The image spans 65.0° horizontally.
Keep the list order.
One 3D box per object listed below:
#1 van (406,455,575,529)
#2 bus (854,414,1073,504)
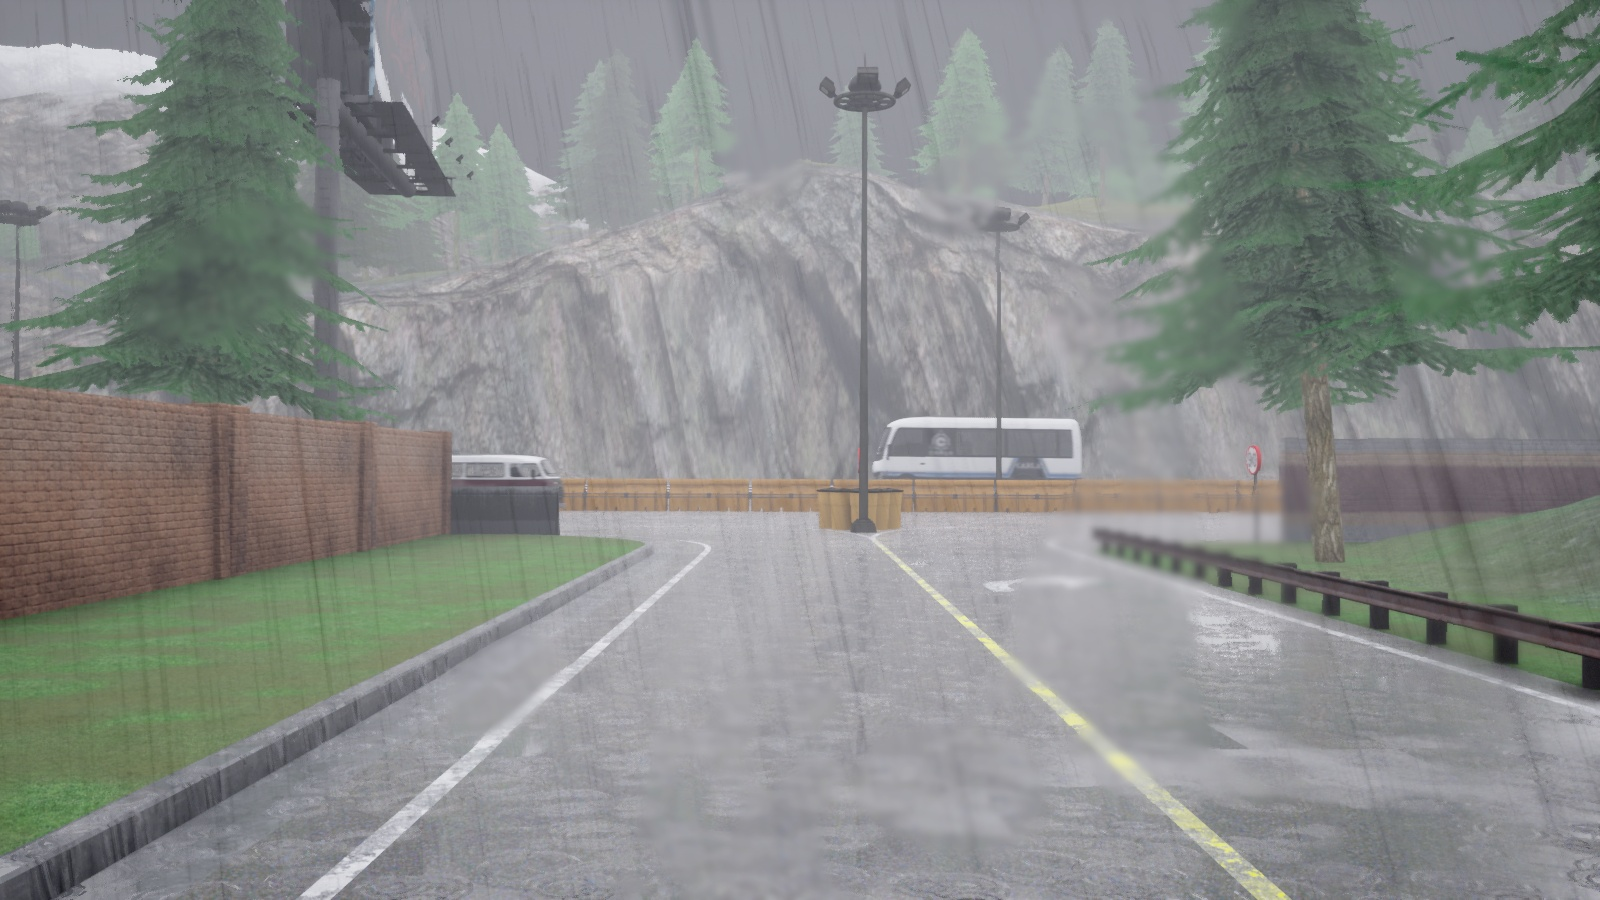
[{"bbox_3d":[-9.091,1.222,37.183,4.480,2.038,2.069,-1,-1,-1],"label":"van"},{"bbox_3d":[7.909,0.464,61.989,10.273,4.253,3.944,0,-1,-1],"label":"bus"}]
